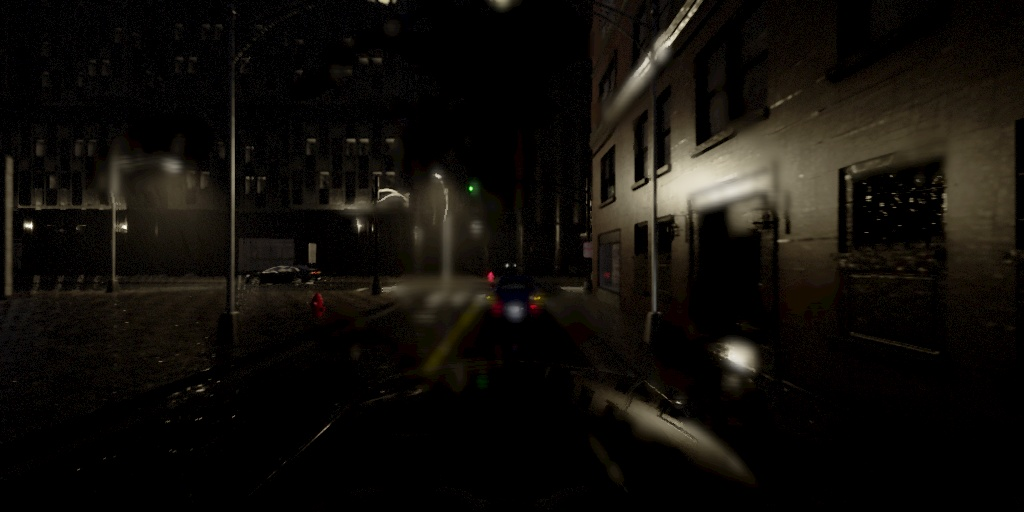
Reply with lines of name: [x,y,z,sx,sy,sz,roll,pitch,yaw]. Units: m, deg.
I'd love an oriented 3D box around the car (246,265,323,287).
car: [-15.967,1.376,25.220,4.902,1.511,2.128,0,0,0]

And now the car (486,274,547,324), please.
car: [0.184,1.347,12.261,1.812,1.442,4.674,0,0,2]
